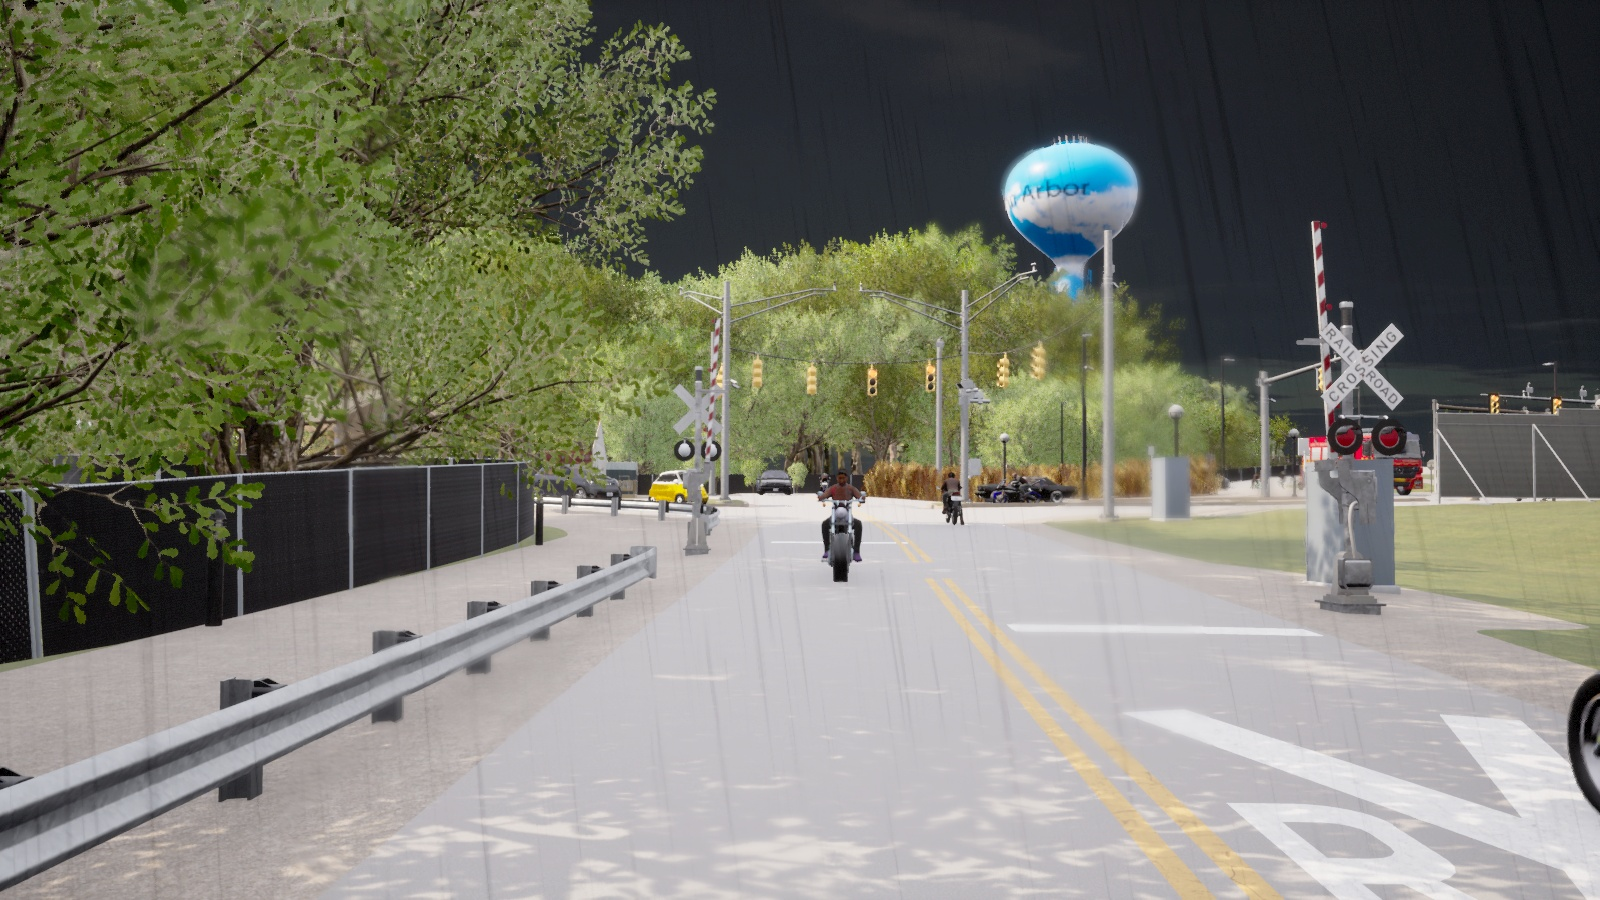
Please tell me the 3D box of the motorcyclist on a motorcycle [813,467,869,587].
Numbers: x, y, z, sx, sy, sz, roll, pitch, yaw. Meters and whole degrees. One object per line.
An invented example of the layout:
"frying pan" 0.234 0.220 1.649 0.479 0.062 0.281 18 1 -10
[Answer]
"motorcyclist on a motorcycle" 0.620 1.069 18.359 0.766 1.649 2.350 0 -1 3

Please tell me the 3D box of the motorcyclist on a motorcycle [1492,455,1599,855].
"motorcyclist on a motorcycle" 3.676 0.844 4.871 0.766 1.649 2.350 1 -1 2

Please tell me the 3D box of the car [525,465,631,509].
"car" -7.956 1.328 44.830 3.633 1.501 1.845 -1 -3 41

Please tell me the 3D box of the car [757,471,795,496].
"car" -1.444 1.908 72.332 2.033 1.411 5.357 0 -1 -3

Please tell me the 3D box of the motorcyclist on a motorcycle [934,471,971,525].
"motorcyclist on a motorcycle" 4.414 1.370 36.557 0.797 1.523 2.044 1 -1 -1

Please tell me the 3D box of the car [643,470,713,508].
"car" -4.662 1.502 47.847 2.207 1.376 1.481 -2 -3 34

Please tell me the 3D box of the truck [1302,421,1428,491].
"truck" 32.595 0.409 72.910 2.891 3.827 8.468 0 -1 -5

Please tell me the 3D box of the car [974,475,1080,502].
"car" 10.899 1.855 60.602 4.718 1.301 1.895 0 -1 -4

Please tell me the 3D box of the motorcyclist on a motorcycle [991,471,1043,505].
"motorcyclist on a motorcycle" 9.849 1.730 57.019 2.191 1.530 0.866 0 -1 -4
